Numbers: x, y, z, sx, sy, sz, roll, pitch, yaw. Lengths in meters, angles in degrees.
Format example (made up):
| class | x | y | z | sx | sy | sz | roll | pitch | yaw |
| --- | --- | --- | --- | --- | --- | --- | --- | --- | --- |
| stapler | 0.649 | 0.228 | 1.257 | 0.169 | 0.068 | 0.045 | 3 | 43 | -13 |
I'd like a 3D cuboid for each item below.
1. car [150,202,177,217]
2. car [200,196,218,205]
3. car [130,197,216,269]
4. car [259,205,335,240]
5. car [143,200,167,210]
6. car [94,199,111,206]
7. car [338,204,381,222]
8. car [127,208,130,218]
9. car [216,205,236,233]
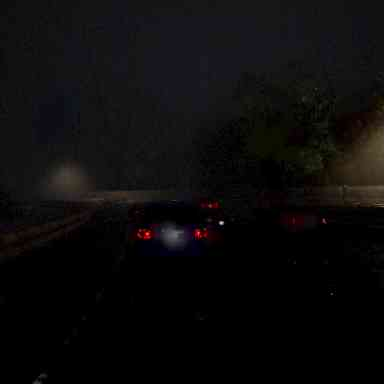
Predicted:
| class | x | y | z | sx | sy | sz | roll | pitch | yaw |
| --- | --- | --- | --- | --- | --- | --- | --- | --- | --- |
| car | -3.187 | 1.861 | 36.549 | 1.994 | 1.385 | 4.181 | 0 | 0 | -20 |
| car | 0.974 | 1.495 | 35.360 | 2.150 | 2.045 | 5.566 | 0 | 0 | -18 |
| car | -0.795 | 1.319 | 11.693 | 2.150 | 2.045 | 5.566 | 0 | 0 | -6 |
| car | 5.287 | 1.476 | 17.959 | 2.097 | 1.767 | 4.553 | 0 | 0 | -9 |
| car | -5.813 | 1.935 | 51.391 | 1.994 | 1.385 | 4.181 | 0 | -1 | -33 |
| car | -19.337 | 2.222 | 71.684 | 1.895 | 1.301 | 4.718 | 0 | -1 | -40 |
| car | 13.646 | 1.675 | 26.686 | 4.181 | 1.385 | 1.994 | -1 | -1 | 43 |
| car | -4.740 | 1.803 | 30.393 | 2.033 | 1.411 | 5.357 | 0 | 0 | -17 |
| car | 1.264 | 1.721 | 20.563 | 1.994 | 1.385 | 4.181 | 0 | 0 | -11 |
